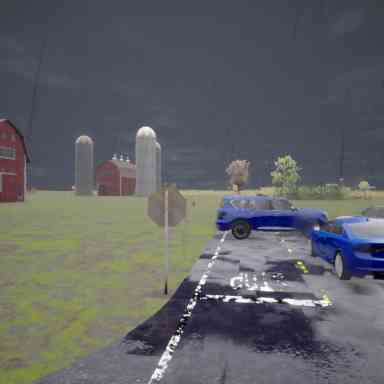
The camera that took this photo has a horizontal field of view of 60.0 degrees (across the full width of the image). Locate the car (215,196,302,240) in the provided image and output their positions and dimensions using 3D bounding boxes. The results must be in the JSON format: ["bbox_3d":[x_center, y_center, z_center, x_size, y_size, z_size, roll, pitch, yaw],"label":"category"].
[{"bbox_3d":[3.942,1.219,16.473,5.566,2.045,2.150,0,0,6],"label":"car"}]

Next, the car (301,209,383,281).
[{"bbox_3d":[4.826,1.481,9.798,1.882,1.535,5.008,0,0,6],"label":"car"}]

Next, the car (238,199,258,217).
[{"bbox_3d":[5.527,1.502,32.991,1.837,1.490,4.892,0,0,9],"label":"car"}]

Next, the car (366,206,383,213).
[{"bbox_3d":[8.386,1.369,14.616,2.097,1.767,4.553,0,0,-32],"label":"car"}]

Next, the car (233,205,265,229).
[{"bbox_3d":[3.863,1.601,22.685,1.895,1.301,4.718,0,0,9],"label":"car"}]
